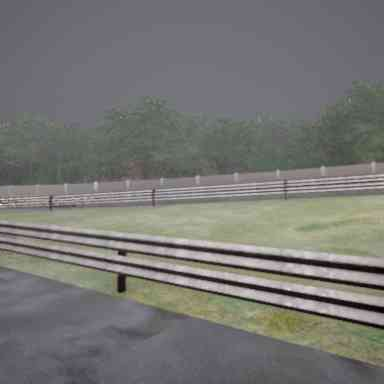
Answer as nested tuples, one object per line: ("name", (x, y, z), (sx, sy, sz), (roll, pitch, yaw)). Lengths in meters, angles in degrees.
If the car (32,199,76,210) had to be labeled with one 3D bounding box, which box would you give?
("car", (-15.304, 1.295, 36.873), (4.718, 1.301, 1.895), (-3, -1, 17))
